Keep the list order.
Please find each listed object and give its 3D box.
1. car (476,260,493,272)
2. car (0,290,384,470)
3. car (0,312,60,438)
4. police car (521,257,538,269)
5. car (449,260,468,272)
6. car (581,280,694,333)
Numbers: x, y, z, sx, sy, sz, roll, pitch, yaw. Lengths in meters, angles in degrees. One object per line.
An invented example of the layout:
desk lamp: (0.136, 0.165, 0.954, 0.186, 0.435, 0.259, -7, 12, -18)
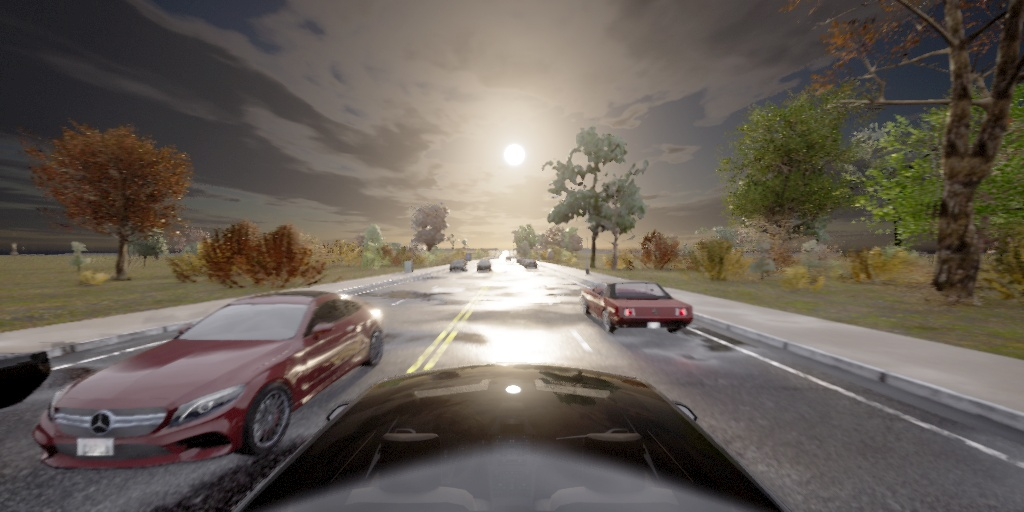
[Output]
car: (-3.486, 1.199, 46.103, 1.882, 1.535, 5.008, 0, 0, 0)
car: (-3.348, 1.277, 5.212, 1.812, 1.442, 4.674, 0, 0, 0)
car: (-6.599, 1.353, 2.120, 1.895, 1.301, 4.718, 0, 0, 0)
police car: (2.977, 1.209, 57.459, 2.038, 1.542, 4.974, 0, 0, -1)
car: (-6.718, 1.229, 45.468, 1.837, 1.490, 4.892, 0, 0, 0)
car: (3.348, 1.348, 10.675, 1.895, 1.301, 4.718, 0, 0, 0)
